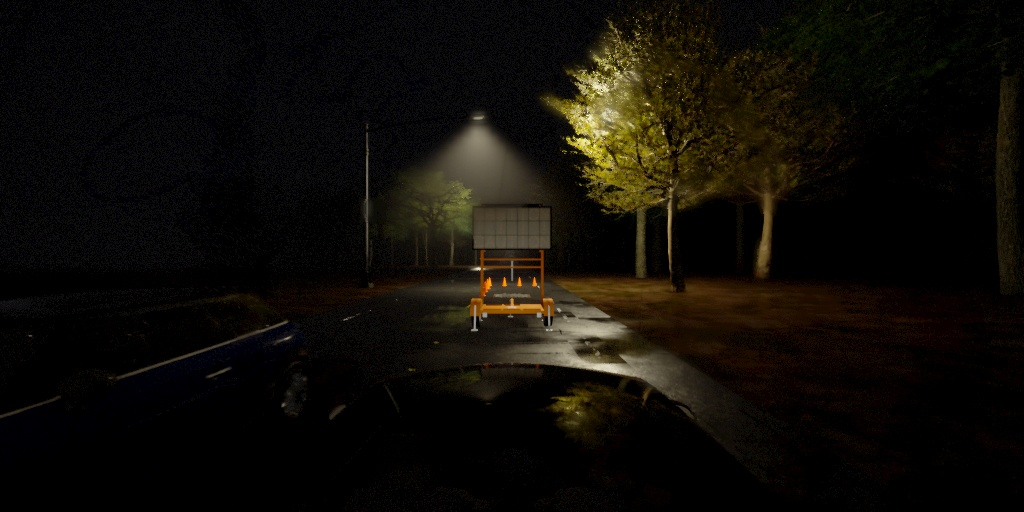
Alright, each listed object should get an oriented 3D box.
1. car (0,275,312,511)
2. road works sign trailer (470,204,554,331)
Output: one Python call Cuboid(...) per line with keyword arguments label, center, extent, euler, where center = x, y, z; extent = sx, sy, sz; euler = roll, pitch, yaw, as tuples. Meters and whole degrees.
Cuboid(label="car", center=(-3.600, 1.102, 2.650), extent=(2.097, 1.767, 4.553), euler=(0, 0, 0))
Cuboid(label="road works sign trailer", center=(0.005, 0.218, 10.980), extent=(2.380, 3.560, 2.880), euler=(0, 0, 0))
